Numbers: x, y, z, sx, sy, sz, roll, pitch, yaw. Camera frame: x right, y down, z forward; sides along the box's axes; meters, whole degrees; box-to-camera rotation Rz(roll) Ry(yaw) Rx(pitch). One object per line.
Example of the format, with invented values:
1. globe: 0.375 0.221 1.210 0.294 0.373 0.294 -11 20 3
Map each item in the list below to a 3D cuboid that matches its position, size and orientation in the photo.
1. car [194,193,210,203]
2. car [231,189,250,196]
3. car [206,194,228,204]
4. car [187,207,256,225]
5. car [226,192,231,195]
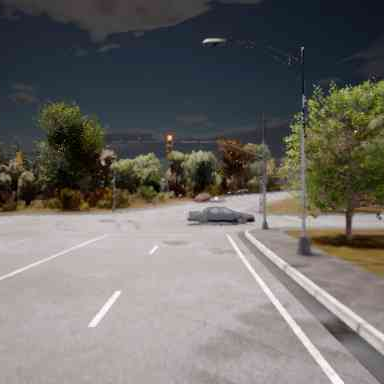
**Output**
1. car: 2.333 1.346 72.653 2.150 2.045 5.566 0 2 26
2. car: 12.841 0.196 84.307 2.150 2.045 5.566 0 3 33
3. car: 5.338 1.713 70.816 1.895 1.301 4.718 0 2 26
4. car: 2.263 1.873 26.441 5.357 1.411 2.033 0 -1 3
5. car: 9.927 0.517 86.243 1.812 1.442 4.674 0 3 33
